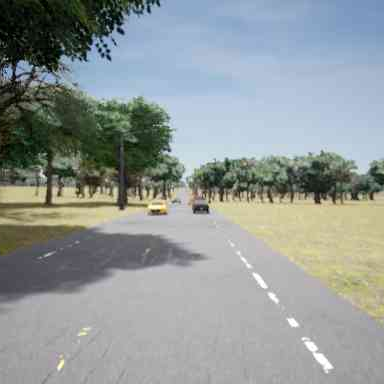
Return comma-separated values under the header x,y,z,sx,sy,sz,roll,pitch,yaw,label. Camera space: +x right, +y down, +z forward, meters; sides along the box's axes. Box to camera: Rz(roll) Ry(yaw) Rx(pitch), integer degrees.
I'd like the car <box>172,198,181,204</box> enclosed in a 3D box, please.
x,y,z,sx,sy,sz,roll,pitch,yaw,label
-3.495,2.056,77.384,1.882,1.535,5.008,0,-1,0,car

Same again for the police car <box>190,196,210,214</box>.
x,y,z,sx,sy,sz,roll,pitch,yaw,label
1.056,1.641,39.252,1.930,1.638,5.238,0,-1,0,police car

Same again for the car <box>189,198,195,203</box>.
x,y,z,sx,sy,sz,roll,pitch,yaw,label
-0.062,2.386,94.356,1.812,1.442,4.674,0,-1,0,car

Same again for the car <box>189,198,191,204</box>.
x,y,z,sx,sy,sz,roll,pitch,yaw,label
1.058,1.554,49.177,2.150,2.045,5.566,0,-1,0,car

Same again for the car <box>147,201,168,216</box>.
x,y,z,sx,sy,sz,roll,pitch,yaw,label
-3.586,1.655,35.340,1.882,1.535,5.008,0,-1,0,car
